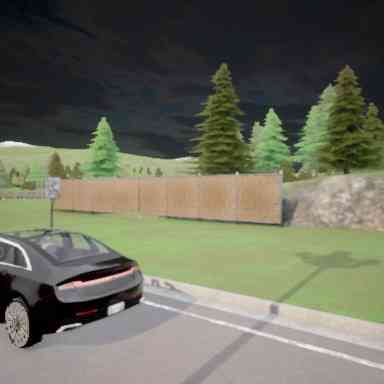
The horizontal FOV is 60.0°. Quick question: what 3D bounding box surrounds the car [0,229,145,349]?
[{"bbox_3d":[-3.067,1.451,6.220,4.902,1.511,2.128,1,0,35],"label":"car"}]
